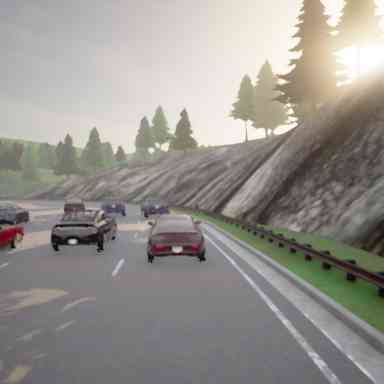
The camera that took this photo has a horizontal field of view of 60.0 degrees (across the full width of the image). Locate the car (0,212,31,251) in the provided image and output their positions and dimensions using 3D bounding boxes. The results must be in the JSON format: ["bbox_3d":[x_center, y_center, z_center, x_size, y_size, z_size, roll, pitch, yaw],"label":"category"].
[{"bbox_3d":[-7.548,1.586,11.369,1.895,1.301,4.718,0,0,-5],"label":"car"}]

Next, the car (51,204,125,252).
[{"bbox_3d":[-4.258,1.460,13.711,2.128,1.511,4.902,0,0,-5],"label":"car"}]

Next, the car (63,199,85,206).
[{"bbox_3d":[-11.761,1.405,33.218,1.882,1.535,5.008,0,0,-19],"label":"car"}]

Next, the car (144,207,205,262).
[{"bbox_3d":[-0.614,1.489,11.943,1.812,1.442,4.674,0,0,-5],"label":"car"}]

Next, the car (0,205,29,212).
[{"bbox_3d":[-12.470,1.528,22.474,1.994,1.385,4.181,0,0,-10],"label":"car"}]

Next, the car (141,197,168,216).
[{"bbox_3d":[-3.395,1.267,29.691,2.097,1.767,4.553,0,0,-14],"label":"car"}]

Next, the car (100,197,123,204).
[{"bbox_3d":[-7.524,1.273,31.367,2.097,1.767,4.553,0,0,-17],"label":"car"}]
